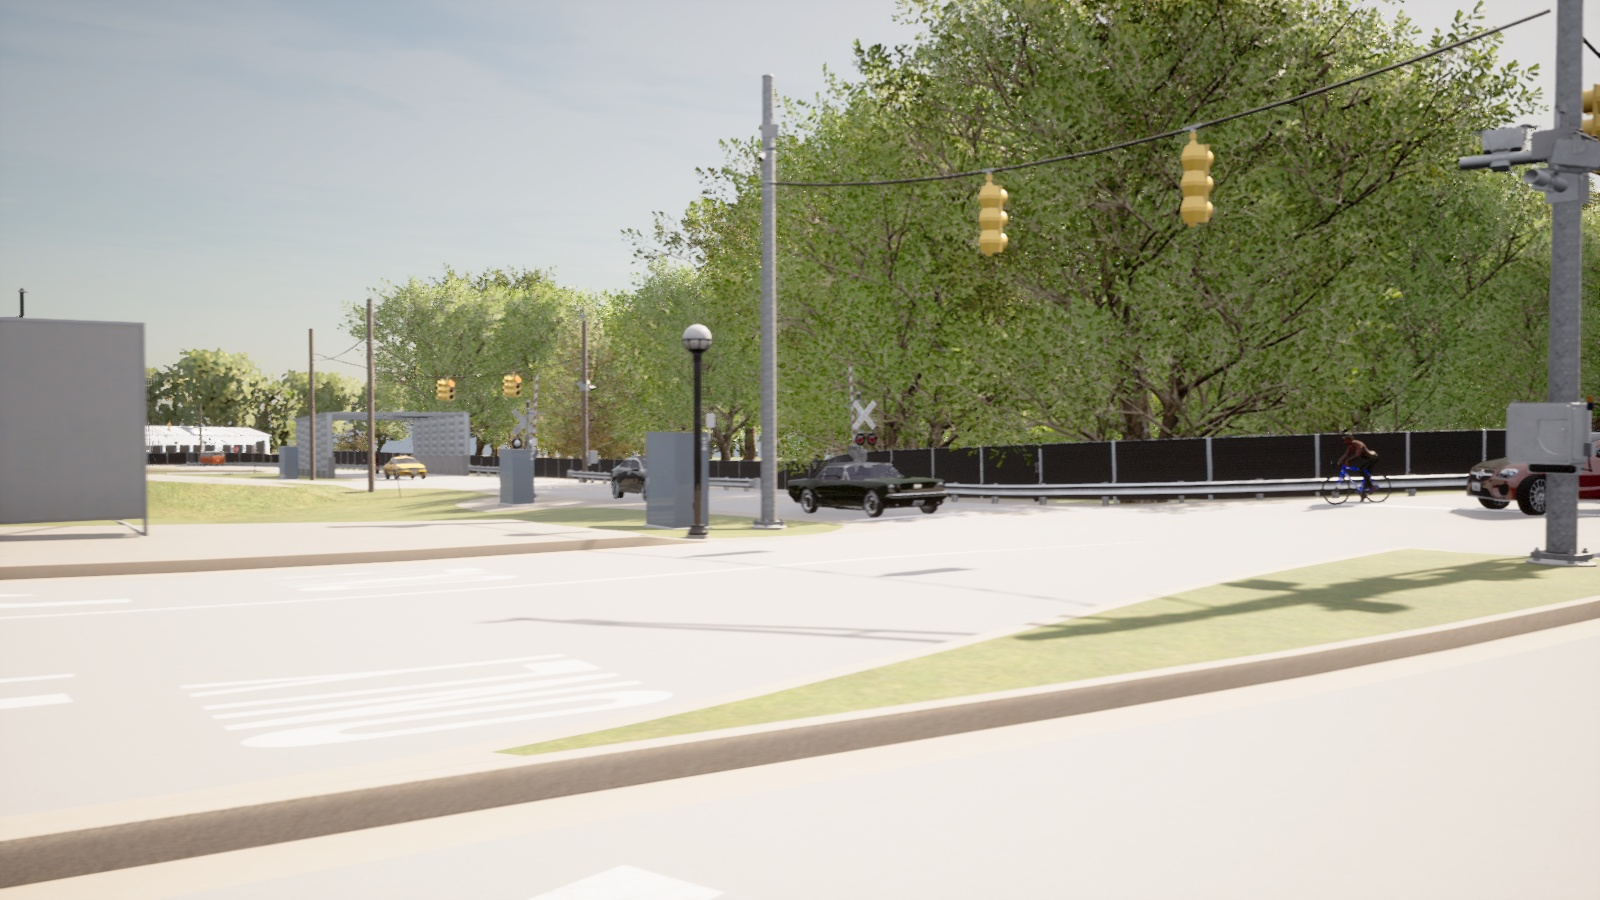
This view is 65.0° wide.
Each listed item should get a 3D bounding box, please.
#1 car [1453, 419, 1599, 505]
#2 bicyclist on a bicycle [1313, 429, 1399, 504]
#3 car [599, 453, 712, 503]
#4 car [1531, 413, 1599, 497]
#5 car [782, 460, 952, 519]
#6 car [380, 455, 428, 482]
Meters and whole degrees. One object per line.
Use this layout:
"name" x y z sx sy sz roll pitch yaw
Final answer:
"car" 16.198 0.204 25.223 5.027 1.651 2.152 -1 1 7
"bicyclist on a bicycle" 12.757 0.375 28.828 1.656 1.620 0.582 -3 1 -3
"car" -4.990 0.911 42.743 2.128 1.511 4.902 -2 1 -28
"car" 19.156 0.078 28.790 3.866 1.878 1.905 -1 2 20
"car" 1.578 0.937 31.456 1.895 1.301 4.718 -2 0 -31
"car" -25.210 1.149 79.761 1.801 1.575 5.366 -2 0 -30
